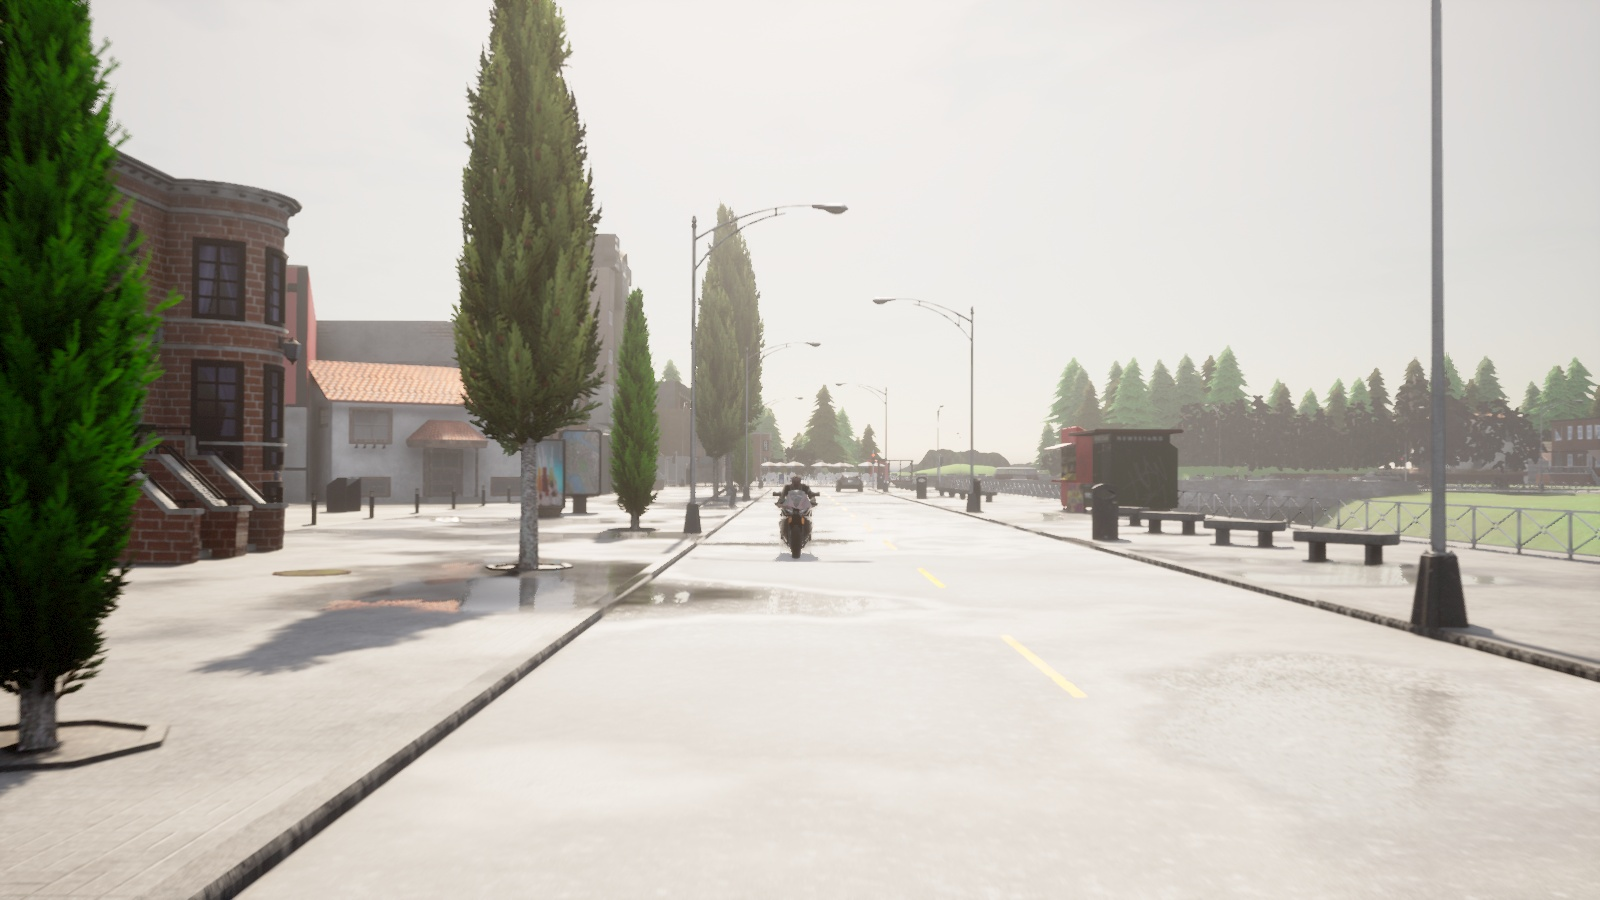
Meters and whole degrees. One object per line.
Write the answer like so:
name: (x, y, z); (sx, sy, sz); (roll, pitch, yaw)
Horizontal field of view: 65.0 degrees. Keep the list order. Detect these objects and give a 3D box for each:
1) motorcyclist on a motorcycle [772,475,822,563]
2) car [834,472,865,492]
motorcyclist on a motorcycle: (-0.060, 1.236, 23.161); (0.866, 1.530, 2.191); (0, -1, 0)
car: (3.752, 2.389, 95.423); (2.163, 1.488, 4.792); (0, -1, 0)
